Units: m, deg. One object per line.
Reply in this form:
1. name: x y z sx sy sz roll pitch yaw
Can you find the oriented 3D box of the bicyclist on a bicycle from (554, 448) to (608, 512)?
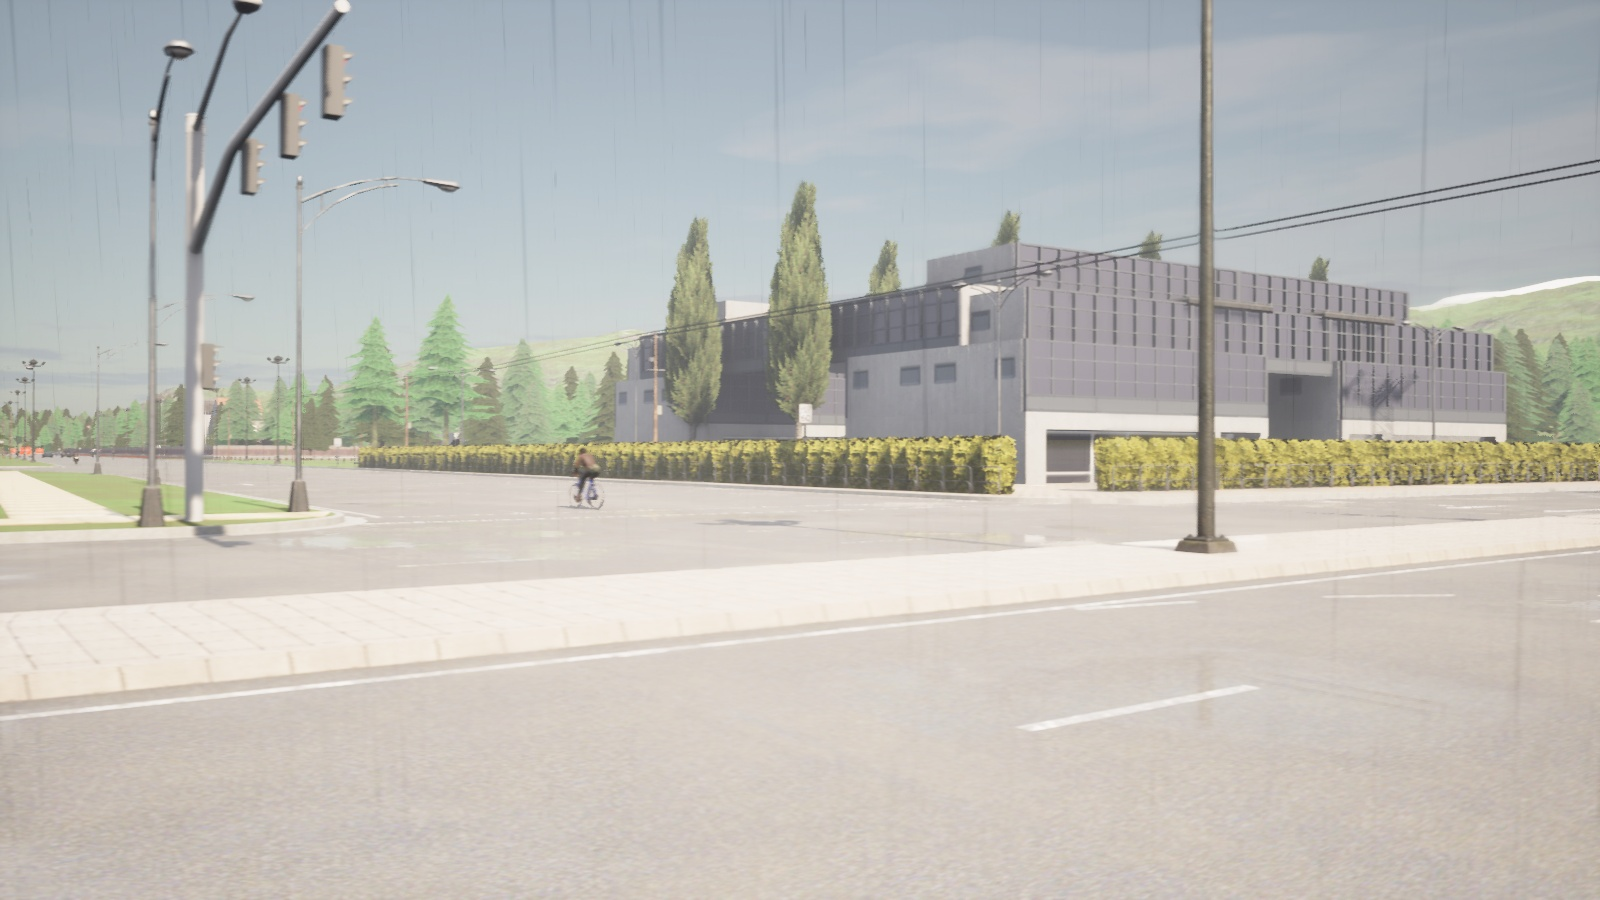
1. bicyclist on a bicycle: -5.753 0.786 32.958 0.582 1.620 1.656 1 -2 -43
